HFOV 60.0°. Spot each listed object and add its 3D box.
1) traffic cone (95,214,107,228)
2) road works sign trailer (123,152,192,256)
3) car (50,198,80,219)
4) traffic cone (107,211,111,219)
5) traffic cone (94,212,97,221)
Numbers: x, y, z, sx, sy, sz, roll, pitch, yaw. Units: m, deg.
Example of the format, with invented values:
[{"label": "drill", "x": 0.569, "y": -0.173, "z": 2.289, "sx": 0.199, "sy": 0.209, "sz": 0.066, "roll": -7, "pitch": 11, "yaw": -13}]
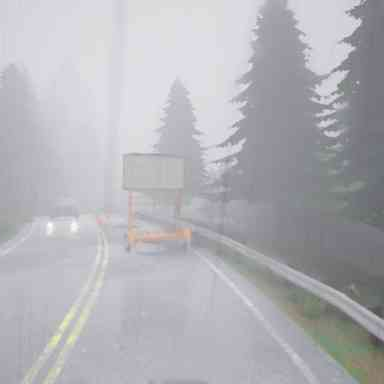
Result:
[{"label": "traffic cone", "x": -5.147, "y": 1.713, "z": 18.885, "sx": 0.340, "sy": 0.580, "sz": 0.340, "roll": 1, "pitch": 0, "yaw": -20}, {"label": "road works sign trailer", "x": -1.476, "y": 0.331, "z": 12.712, "sx": 2.380, "sy": 3.560, "sz": 2.880, "roll": 1, "pitch": 1, "yaw": -19}, {"label": "car", "x": -9.403, "y": 1.165, "z": 24.802, "sx": 1.882, "sy": 1.535, "sz": 5.008, "roll": 1, "pitch": -1, "yaw": -17}, {"label": "traffic cone", "x": -6.243, "y": 1.680, "z": 24.869, "sx": 0.340, "sy": 0.580, "sz": 0.340, "roll": 1, "pitch": 0, "yaw": -20}, {"label": "traffic cone", "x": -5.823, "y": 1.686, "z": 20.764, "sx": 0.340, "sy": 0.580, "sz": 0.340, "roll": 1, "pitch": 1, "yaw": -20}]
